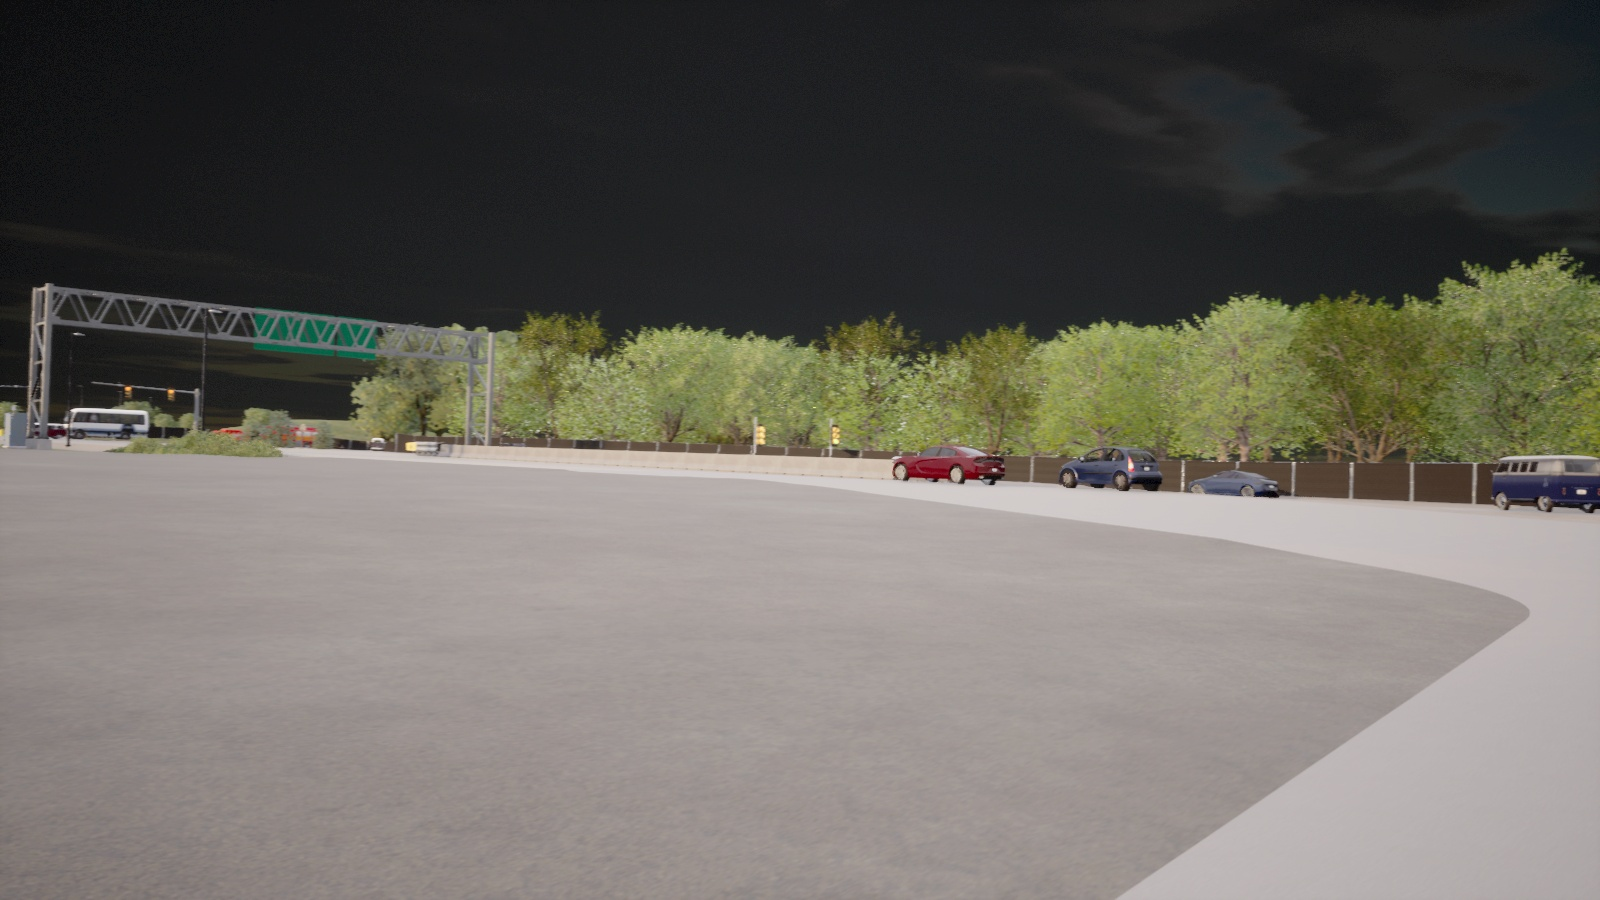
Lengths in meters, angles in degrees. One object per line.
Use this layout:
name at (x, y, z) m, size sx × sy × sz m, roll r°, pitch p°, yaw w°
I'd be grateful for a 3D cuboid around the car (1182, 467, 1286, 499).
car at (20.364, 1.557, 59.056) m, size 1.994 × 1.385 × 4.181 m, roll 2°, pitch -1°, yaw -38°

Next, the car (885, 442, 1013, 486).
car at (5.691, 0.521, 48.646) m, size 1.882 × 1.535 × 5.008 m, roll 2°, pitch -1°, yaw -39°

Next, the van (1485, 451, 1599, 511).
van at (26.126, 1.078, 44.011) m, size 1.775 × 1.987 × 4.442 m, roll 1°, pitch -1°, yaw 0°

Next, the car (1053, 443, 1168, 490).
car at (11.494, 0.592, 46.751) m, size 1.851 × 1.617 × 3.988 m, roll 1°, pitch 0°, yaw -31°
